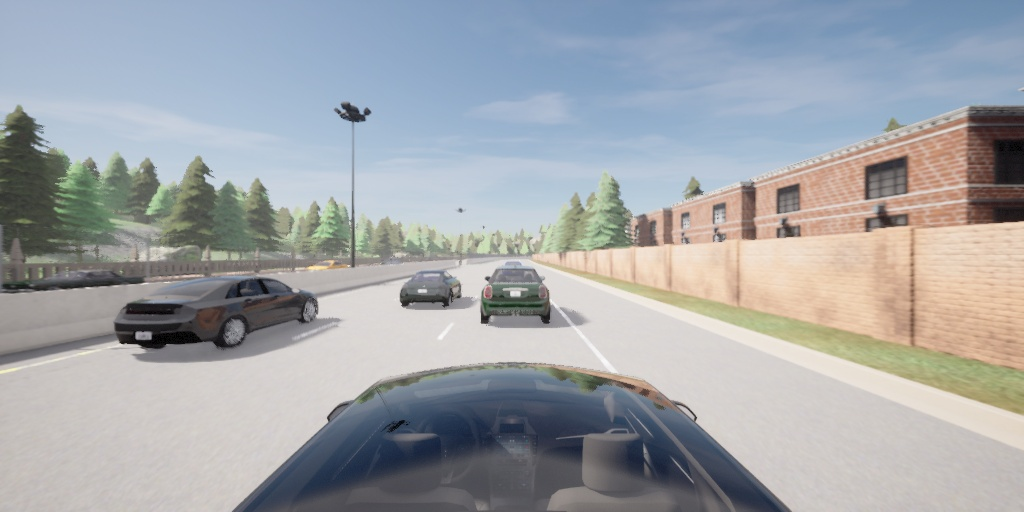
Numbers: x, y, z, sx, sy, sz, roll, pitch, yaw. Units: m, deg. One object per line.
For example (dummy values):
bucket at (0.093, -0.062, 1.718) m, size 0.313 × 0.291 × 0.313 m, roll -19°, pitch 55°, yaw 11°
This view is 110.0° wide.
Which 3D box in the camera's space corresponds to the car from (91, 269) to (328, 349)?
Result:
car at (-6.900, 1.251, 9.142) m, size 1.837 × 1.490 × 4.892 m, roll 0°, pitch 0°, yaw 0°

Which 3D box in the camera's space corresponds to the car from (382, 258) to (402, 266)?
car at (-14.047, 1.250, 42.216) m, size 1.812 × 1.442 × 4.674 m, roll 0°, pitch 0°, yaw 1°

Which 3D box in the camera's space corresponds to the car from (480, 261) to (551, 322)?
car at (0.100, 1.095, 12.323) m, size 2.097 × 1.767 × 4.553 m, roll 0°, pitch 0°, yaw 0°

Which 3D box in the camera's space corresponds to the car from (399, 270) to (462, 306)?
car at (-3.399, 1.305, 15.609) m, size 1.994 × 1.385 × 4.181 m, roll 0°, pitch 0°, yaw 0°

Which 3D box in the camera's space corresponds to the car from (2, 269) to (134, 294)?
car at (-21.091, 1.342, 17.357) m, size 1.895 × 1.301 × 4.718 m, roll 0°, pitch 0°, yaw 0°

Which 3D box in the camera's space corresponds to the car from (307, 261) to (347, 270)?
car at (-17.574, 1.208, 34.226) m, size 1.882 × 1.535 × 5.008 m, roll 0°, pitch 0°, yaw 0°
